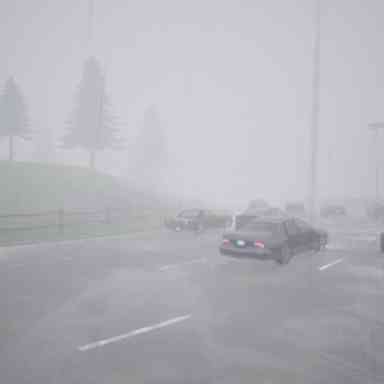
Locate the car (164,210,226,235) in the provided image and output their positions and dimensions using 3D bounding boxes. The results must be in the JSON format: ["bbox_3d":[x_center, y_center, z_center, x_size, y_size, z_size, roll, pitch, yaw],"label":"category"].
[{"bbox_3d":[0.575,1.699,19.834,1.895,1.301,4.718,-1,0,37],"label":"car"}]

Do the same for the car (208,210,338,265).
[{"bbox_3d":[3.158,1.590,11.959,2.033,1.411,5.357,-1,0,42],"label":"car"}]

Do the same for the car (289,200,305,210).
[{"bbox_3d":[10.482,1.583,34.276,1.882,1.535,5.008,0,0,12],"label":"car"}]

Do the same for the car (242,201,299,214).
[{"bbox_3d":[4.270,1.548,19.135,1.882,1.535,5.008,0,0,34],"label":"car"}]

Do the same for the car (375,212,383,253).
[{"bbox_3d":[8.689,1.575,12.946,1.994,1.385,4.181,-1,0,37],"label":"car"}]

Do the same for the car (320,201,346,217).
[{"bbox_3d":[13.520,1.599,31.976,1.812,1.442,4.674,0,0,14],"label":"car"}]

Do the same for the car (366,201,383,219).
[{"bbox_3d":[16.655,1.544,29.225,1.837,1.490,4.892,0,0,17],"label":"car"}]

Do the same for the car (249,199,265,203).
[{"bbox_3d":[6.893,1.481,34.286,2.097,1.767,4.553,-1,0,14],"label":"car"}]
